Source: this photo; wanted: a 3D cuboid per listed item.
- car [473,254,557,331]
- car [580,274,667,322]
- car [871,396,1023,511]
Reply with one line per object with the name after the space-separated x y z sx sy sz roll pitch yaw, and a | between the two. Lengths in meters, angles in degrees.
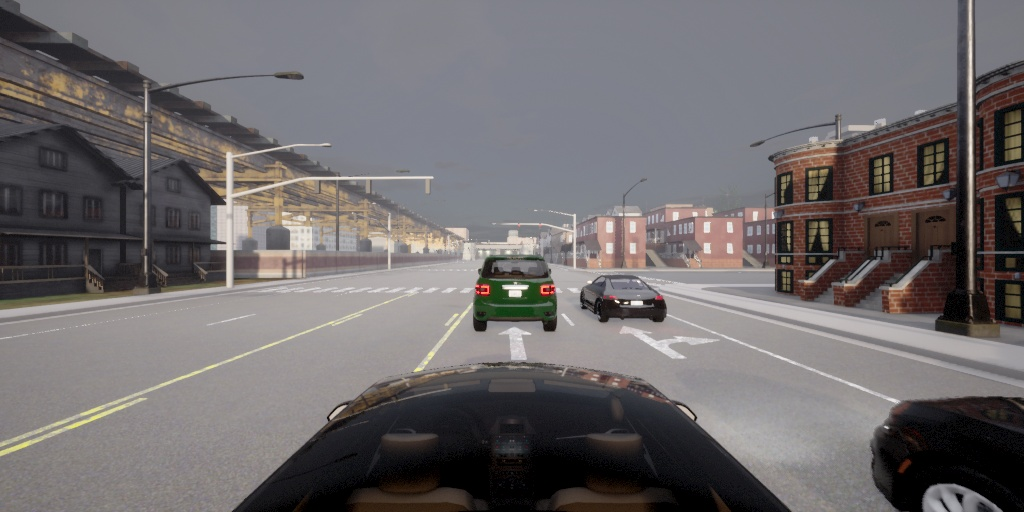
0.086 0.971 11.066 2.150 2.045 5.566 0 0 0 | car
3.586 1.314 12.235 1.994 1.385 4.181 0 0 1 | car
3.603 1.257 0.622 1.837 1.490 4.892 0 0 0 | car
